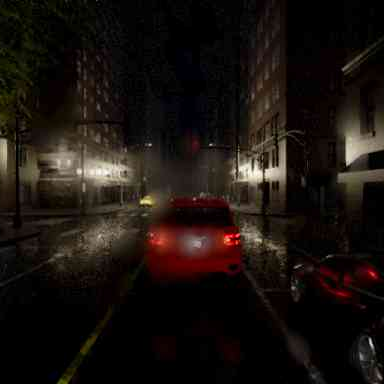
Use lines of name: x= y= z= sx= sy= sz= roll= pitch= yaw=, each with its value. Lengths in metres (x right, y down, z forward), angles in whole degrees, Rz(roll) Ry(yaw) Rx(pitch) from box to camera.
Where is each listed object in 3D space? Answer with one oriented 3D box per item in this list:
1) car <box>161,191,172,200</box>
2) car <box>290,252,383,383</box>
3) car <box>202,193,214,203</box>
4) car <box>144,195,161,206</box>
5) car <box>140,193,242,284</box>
car: x=-5.718 y=0.813 z=75.655 sx=2.192 sy=1.841 sz=5.009 roll=0 pitch=0 yaw=0
car: x=2.853 y=1.532 z=4.970 sx=1.947 sy=1.339 sz=4.313 roll=0 pitch=0 yaw=0
car: x=2.817 y=1.036 z=59.345 sx=1.967 sy=1.590 sz=4.097 roll=0 pitch=0 yaw=0
car: x=-5.700 y=1.217 z=48.402 sx=2.008 sy=1.369 sz=4.403 roll=0 pitch=0 yaw=0
car: x=0.081 y=1.157 z=9.537 sx=2.150 sy=2.045 sz=5.566 roll=0 pitch=0 yaw=0
